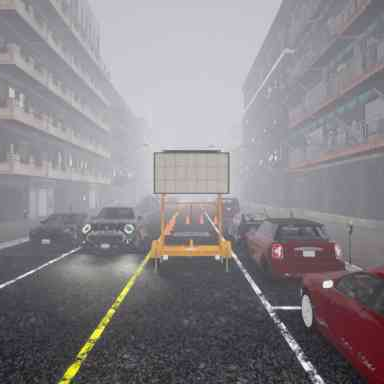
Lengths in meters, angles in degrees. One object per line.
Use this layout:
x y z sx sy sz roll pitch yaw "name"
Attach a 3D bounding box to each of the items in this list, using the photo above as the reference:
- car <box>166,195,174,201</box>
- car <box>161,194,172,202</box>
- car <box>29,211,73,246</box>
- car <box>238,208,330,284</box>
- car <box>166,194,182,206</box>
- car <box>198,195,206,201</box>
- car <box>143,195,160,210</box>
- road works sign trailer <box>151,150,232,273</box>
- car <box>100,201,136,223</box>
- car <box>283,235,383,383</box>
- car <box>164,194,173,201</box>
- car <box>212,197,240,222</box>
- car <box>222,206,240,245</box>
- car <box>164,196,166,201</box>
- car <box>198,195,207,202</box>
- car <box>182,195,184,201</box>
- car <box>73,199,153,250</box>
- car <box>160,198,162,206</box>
-5.816 1.516 88.463 1.887 1.381 4.507 0 0 0 "car"
-5.799 1.292 77.190 2.192 1.841 5.009 0 0 0 "car"
-5.711 1.565 15.188 1.947 1.339 4.313 0 0 0 "car"
2.678 1.440 9.562 1.967 1.590 4.097 0 0 0 "car"
-3.169 1.465 55.585 1.882 1.535 5.008 0 0 0 "car"
2.564 1.516 88.471 1.887 1.381 4.507 0 0 0 "car"
-5.751 1.432 43.372 1.967 1.590 4.097 0 0 0 "car"
-0.015 0.464 10.690 2.380 3.560 2.880 0 0 0 "road works sign trailer"
-5.727 1.523 26.292 1.752 1.417 4.829 0 0 0 "car"
2.686 1.545 3.925 1.887 1.381 4.507 0 0 0 "car"
-5.808 1.414 82.826 1.967 1.590 4.097 0 0 0 "car"
2.655 1.312 26.471 2.192 1.841 5.009 0 0 0 "car"
2.670 1.550 15.197 2.008 1.369 4.403 0 0 0 "car"
-5.768 1.570 54.645 1.802 1.307 4.206 0 0 0 "car"
2.580 1.503 77.368 1.752 1.417 4.829 0 0 0 "car"
-3.119 1.326 83.267 2.097 1.767 4.553 0 0 0 "car"
-3.121 1.351 14.208 2.097 1.767 4.553 0 0 0 "car"
-5.758 1.305 49.008 2.192 1.841 5.009 0 0 0 "car"
